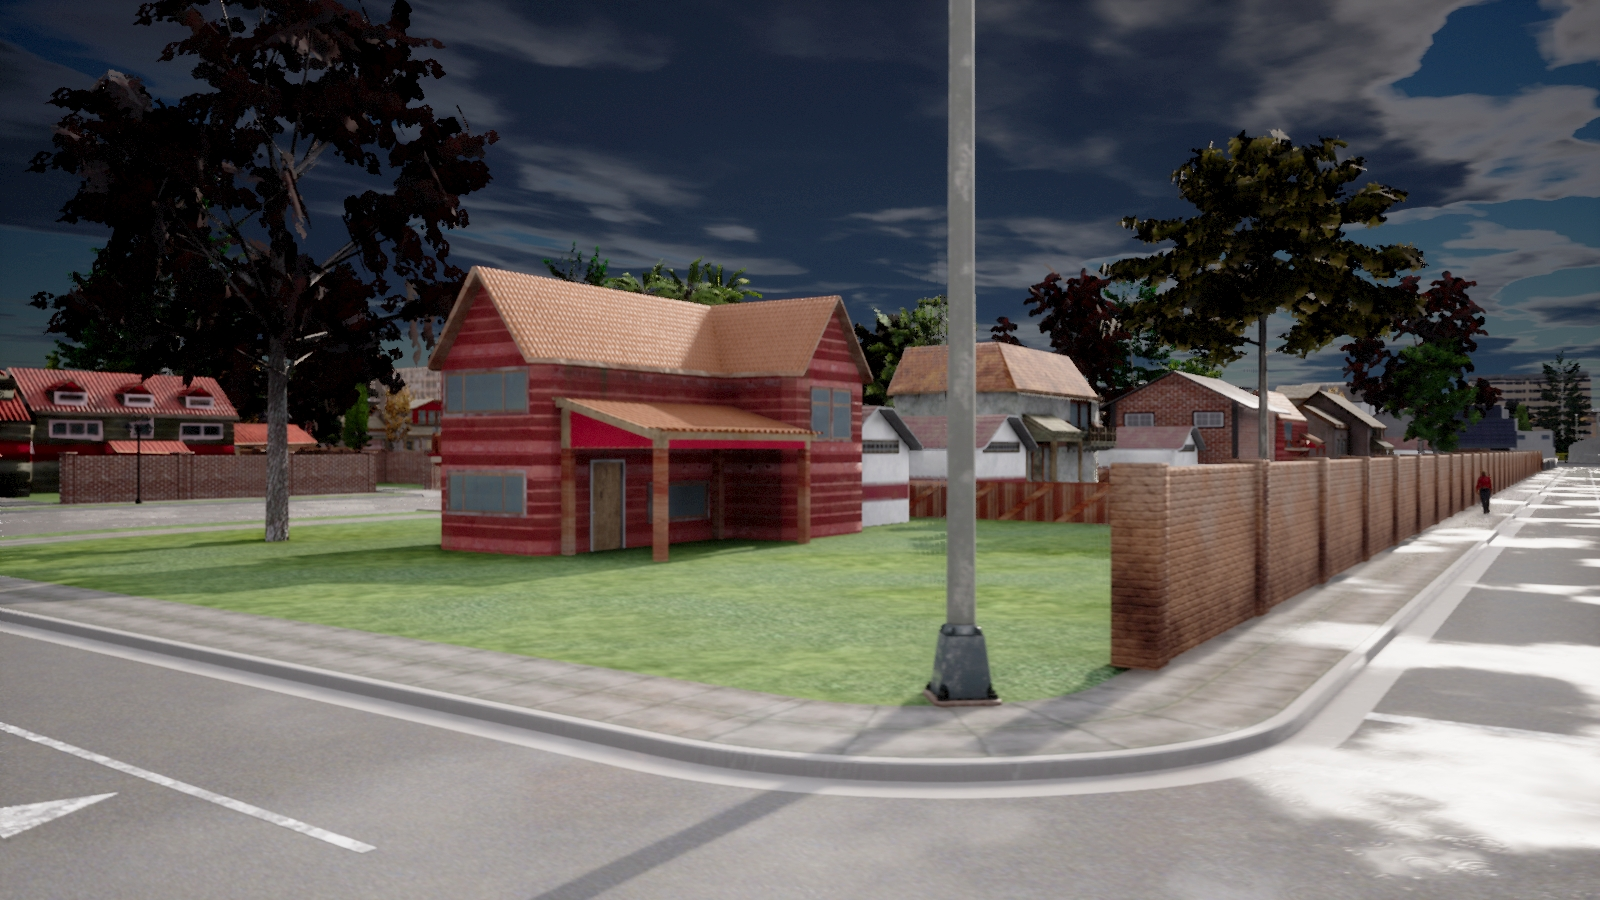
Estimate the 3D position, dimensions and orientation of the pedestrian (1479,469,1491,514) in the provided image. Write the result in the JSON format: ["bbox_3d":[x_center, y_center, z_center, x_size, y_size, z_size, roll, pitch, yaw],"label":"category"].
[{"bbox_3d":[28.015,1.692,46.720,0.375,1.860,0.375,0,0,34],"label":"pedestrian"}]
